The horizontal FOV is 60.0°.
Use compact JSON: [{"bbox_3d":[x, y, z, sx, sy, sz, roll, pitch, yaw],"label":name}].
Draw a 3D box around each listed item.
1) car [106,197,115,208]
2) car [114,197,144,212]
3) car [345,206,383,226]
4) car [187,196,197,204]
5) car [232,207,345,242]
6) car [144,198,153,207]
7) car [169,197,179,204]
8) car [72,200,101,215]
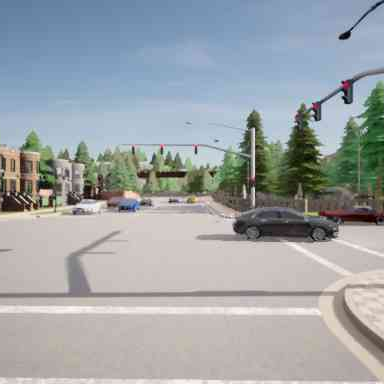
[{"bbox_3d":[-10.669,1.466,46.911,1.882,1.535,5.008,0,0,0],"label":"car"},{"bbox_3d":[-7.172,1.468,38.363,1.882,1.535,5.008,0,0,0],"label":"car"},{"bbox_3d":[11.142,1.595,22.901,4.718,1.301,1.895,0,0,2],"label":"car"},{"bbox_3d":[-0.031,1.461,64.917,1.882,1.535,5.008,0,0,0],"label":"car"},{"bbox_3d":[4.367,1.501,15.932,4.892,1.490,1.837,0,2,12],"label":"car"},{"bbox_3d":[-7.146,1.551,51.512,1.994,1.385,4.181,0,0,0],"label":"car"},{"bbox_3d":[-3.531,1.584,65.200,1.895,1.301,4.718,0,0,0],"label":"car"},{"bbox_3d":[-10.664,1.517,34.023,1.812,1.442,4.674,0,0,0],"label":"car"}]
